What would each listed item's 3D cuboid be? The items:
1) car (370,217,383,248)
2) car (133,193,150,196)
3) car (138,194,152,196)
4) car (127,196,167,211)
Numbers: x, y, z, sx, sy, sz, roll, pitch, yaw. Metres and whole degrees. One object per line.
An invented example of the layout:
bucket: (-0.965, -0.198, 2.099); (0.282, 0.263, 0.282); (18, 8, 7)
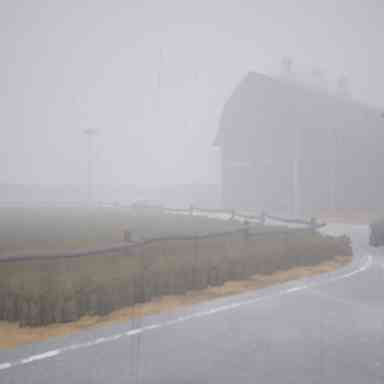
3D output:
car: (7.995, 1.542, 12.068); (1.812, 1.442, 4.674); (1, 0, 10)
car: (-9.191, 1.255, 58.783); (5.566, 2.045, 2.150); (0, 0, 40)
car: (-6.320, 1.507, 48.724); (1.882, 1.535, 5.008); (0, 0, 1)
car: (-4.414, 1.513, 33.932); (2.128, 1.511, 4.902); (0, 0, -38)
